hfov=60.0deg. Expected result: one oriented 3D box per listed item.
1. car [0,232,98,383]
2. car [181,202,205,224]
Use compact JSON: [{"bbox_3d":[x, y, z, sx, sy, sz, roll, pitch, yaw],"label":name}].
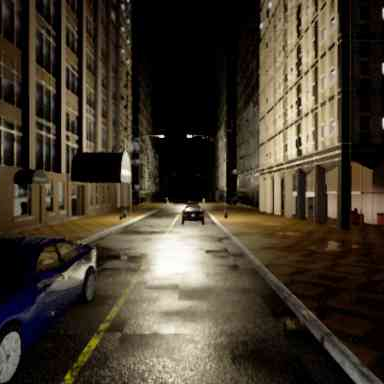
[{"bbox_3d":[-3.068,1.536,5.545,1.882,1.535,5.008,0,-1,0],"label":"car"},{"bbox_3d":[0.074,1.837,27.447,2.033,1.411,5.357,0,-1,0],"label":"car"}]
